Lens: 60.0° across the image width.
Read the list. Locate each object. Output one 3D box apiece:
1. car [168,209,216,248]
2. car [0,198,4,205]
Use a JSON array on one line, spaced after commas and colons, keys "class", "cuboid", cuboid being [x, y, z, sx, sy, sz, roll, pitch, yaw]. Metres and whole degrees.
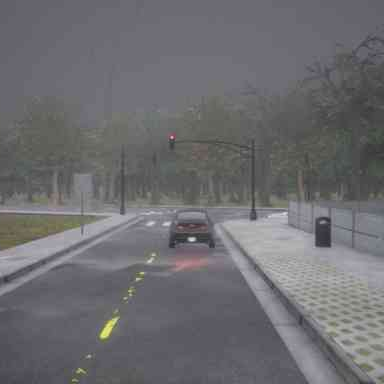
[{"class": "car", "cuboid": [0.001, 1.508, 14.736, 1.837, 1.490, 4.892, 0, 0, 0]}, {"class": "car", "cuboid": [-30.660, 1.527, 48.792, 4.902, 1.511, 2.128, 0, 0, 24]}]
